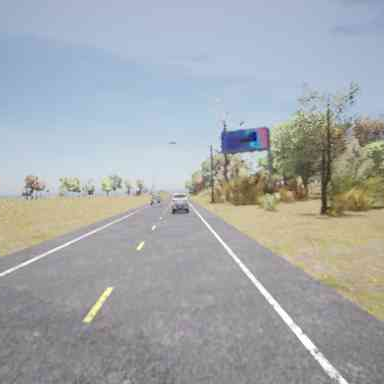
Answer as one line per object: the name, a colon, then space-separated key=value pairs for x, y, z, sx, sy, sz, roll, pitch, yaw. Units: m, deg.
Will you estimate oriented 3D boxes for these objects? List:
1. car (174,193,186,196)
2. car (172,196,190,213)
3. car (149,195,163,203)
car: x=-1.623 y=1.200 z=45.986 sx=2.150 sy=2.045 sz=5.566 roll=-2 pitch=1 yaw=-2
car: x=-1.251 y=1.527 z=36.466 sx=2.033 sy=1.411 sz=5.357 roll=-2 pitch=0 yaw=-1
car: x=-5.320 y=1.229 z=50.428 sx=1.837 sy=1.490 sz=4.892 roll=-2 pitch=0 yaw=-2
